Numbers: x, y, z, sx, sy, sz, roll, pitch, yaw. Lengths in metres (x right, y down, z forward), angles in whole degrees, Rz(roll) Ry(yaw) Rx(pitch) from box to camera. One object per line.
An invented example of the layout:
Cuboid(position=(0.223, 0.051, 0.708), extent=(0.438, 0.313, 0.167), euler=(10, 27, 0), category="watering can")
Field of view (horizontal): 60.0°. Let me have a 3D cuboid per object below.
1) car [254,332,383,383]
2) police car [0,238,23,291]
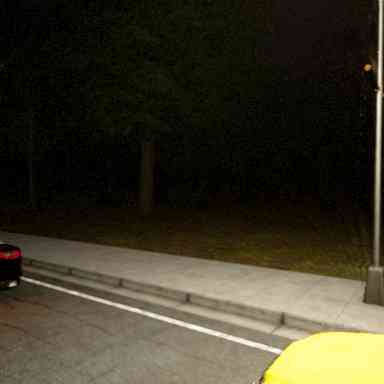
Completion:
Cuboid(position=(2.823, 1.455, 1.549), extent=(5.366, 1.575, 1.801), euler=(0, 0, 36), category="car")
Cuboid(position=(-6.069, 1.439, 7.892), extent=(5.238, 1.638, 1.930), euler=(0, 0, 36), category="police car")
